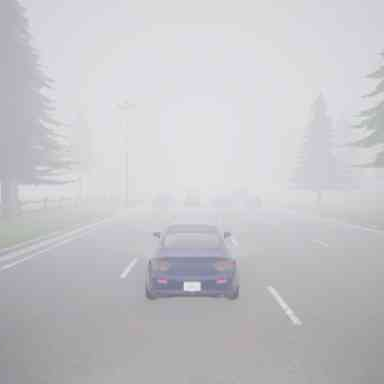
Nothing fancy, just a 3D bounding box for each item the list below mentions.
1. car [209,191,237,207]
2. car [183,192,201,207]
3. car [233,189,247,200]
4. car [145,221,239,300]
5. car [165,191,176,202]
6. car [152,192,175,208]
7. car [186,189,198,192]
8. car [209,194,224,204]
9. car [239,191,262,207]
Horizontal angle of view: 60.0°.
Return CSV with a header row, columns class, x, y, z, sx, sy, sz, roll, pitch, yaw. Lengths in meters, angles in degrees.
class,x,y,z,sx,sy,sz,roll,pitch,yaw
car,3.516,0.968,38.593,2.128,1.511,4.902,0,1,0
car,0.016,1.035,39.012,1.994,1.385,4.181,0,1,0
car,7.020,0.557,49.037,2.150,2.045,5.566,0,1,0
car,0.003,1.416,7.984,1.812,1.442,4.674,0,1,0
car,-3.480,0.688,48.983,2.097,1.767,4.553,0,1,0
car,-3.484,1.024,38.596,2.033,1.411,5.357,0,1,0
car,0.020,0.557,49.039,2.150,2.045,5.566,0,1,0
car,3.520,0.936,49.043,1.895,1.301,4.718,0,1,0
car,7.016,0.997,39.008,1.812,1.442,4.674,0,1,0
